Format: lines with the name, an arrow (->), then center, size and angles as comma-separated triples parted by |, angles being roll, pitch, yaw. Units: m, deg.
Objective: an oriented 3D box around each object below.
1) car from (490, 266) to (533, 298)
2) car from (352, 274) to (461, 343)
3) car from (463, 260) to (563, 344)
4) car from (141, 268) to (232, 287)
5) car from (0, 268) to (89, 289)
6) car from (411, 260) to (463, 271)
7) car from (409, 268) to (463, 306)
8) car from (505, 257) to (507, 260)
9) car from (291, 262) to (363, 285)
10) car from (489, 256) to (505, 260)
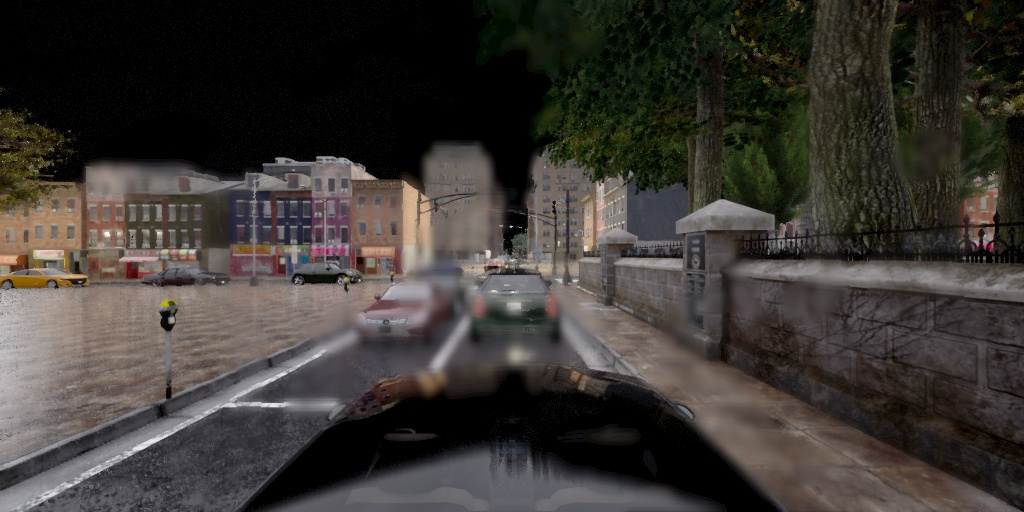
car -> -0.144, 1.313, 19.196 | 1.994, 1.385, 4.181 | 0, 0, -5
car -> -2.638, 1.331, 9.637 | 1.802, 1.307, 4.207 | 0, 0, 0
car -> 0.073, 1.101, 9.752 | 2.097, 1.767, 4.553 | 0, 0, 0
car -> -23.692, 1.555, 26.166 | 5.357, 1.411, 2.033 | -1, 0, 0
car -> -34.016, 1.646, 26.143 | 5.008, 1.535, 1.882 | -1, 0, 0
car -> -6.287, 1.150, 30.013 | 4.553, 1.767, 2.097 | -1, 0, -37
car -> -2.638, 1.315, 13.299 | 1.948, 1.339, 4.313 | 0, 0, 0
car -> -2.291, 1.213, 60.046 | 1.882, 1.535, 5.008 | 0, 0, 0
car -> -13.391, 1.230, 26.207 | 4.553, 1.767, 2.097 | -1, 0, 0
car -> -2.290, 1.091, 45.184 | 2.097, 1.767, 4.553 | 0, 0, 0
